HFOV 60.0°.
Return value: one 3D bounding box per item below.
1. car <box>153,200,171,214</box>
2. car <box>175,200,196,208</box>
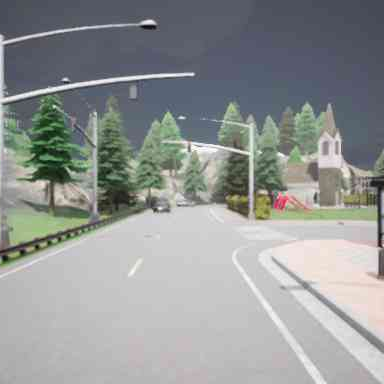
[{"bbox_3d":[-3.550,1.752,40.062,2.128,1.511,4.902,0,0,1],"label":"car"},{"bbox_3d":[-1.073,1.973,57.389,1.895,1.301,4.718,0,0,25],"label":"car"}]
